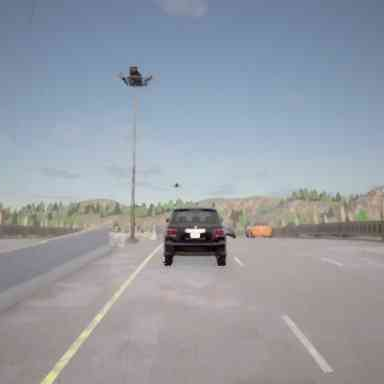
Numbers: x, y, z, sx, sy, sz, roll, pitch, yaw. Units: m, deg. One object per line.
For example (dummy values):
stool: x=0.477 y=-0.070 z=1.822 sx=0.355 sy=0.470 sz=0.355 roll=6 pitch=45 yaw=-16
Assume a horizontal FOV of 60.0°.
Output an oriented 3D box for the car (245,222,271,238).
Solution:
car: x=7.123 y=4.121 z=36.119 sx=2.097 sy=1.767 sz=4.553 roll=0 pitch=-7 yaw=0

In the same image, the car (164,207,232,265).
car: x=0.108 y=1.636 z=13.284 sx=2.150 sy=2.045 sz=5.566 roll=0 pitch=-3 yaw=0

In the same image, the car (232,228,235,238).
car: x=3.624 y=4.445 z=36.985 sx=1.994 sy=1.385 sz=4.181 roll=0 pitch=-7 yaw=0
